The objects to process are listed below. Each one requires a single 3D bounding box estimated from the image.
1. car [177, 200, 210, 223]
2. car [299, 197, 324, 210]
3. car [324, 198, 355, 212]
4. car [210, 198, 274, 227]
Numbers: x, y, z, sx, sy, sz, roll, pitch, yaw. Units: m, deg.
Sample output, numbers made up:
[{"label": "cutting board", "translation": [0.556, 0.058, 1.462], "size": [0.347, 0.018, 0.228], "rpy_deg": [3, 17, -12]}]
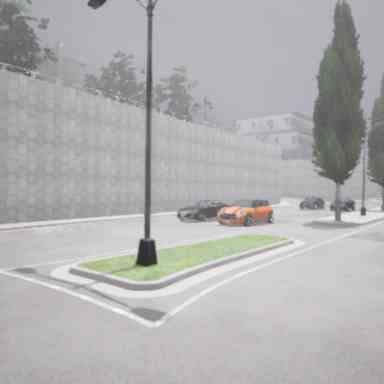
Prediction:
[{"label": "car", "translation": [0.955, 1.303, 24.130], "size": [2.128, 1.511, 4.902], "rpy_deg": [1, 1, 40]}, {"label": "car", "translation": [14.696, 1.383, 40.598], "size": [1.837, 1.490, 4.892], "rpy_deg": [1, 0, 40]}, {"label": "car", "translation": [17.395, 1.407, 38.369], "size": [2.128, 1.511, 4.902], "rpy_deg": [1, 1, 40]}, {"label": "car", "translation": [3.571, 1.217, 21.798], "size": [2.097, 1.767, 4.553], "rpy_deg": [1, 1, 40]}]
